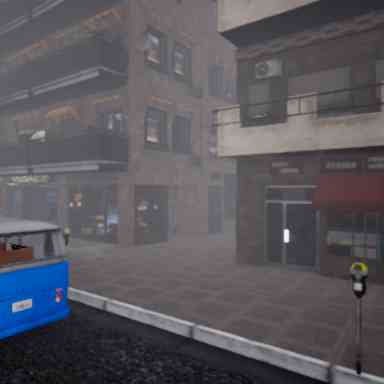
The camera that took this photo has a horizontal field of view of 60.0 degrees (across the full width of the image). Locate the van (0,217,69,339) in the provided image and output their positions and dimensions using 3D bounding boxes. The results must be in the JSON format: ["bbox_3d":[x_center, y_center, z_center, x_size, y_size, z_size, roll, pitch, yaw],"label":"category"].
[{"bbox_3d":[-3.802,1.291,5.598,3.998,1.788,1.690,1,0,36],"label":"van"}]
